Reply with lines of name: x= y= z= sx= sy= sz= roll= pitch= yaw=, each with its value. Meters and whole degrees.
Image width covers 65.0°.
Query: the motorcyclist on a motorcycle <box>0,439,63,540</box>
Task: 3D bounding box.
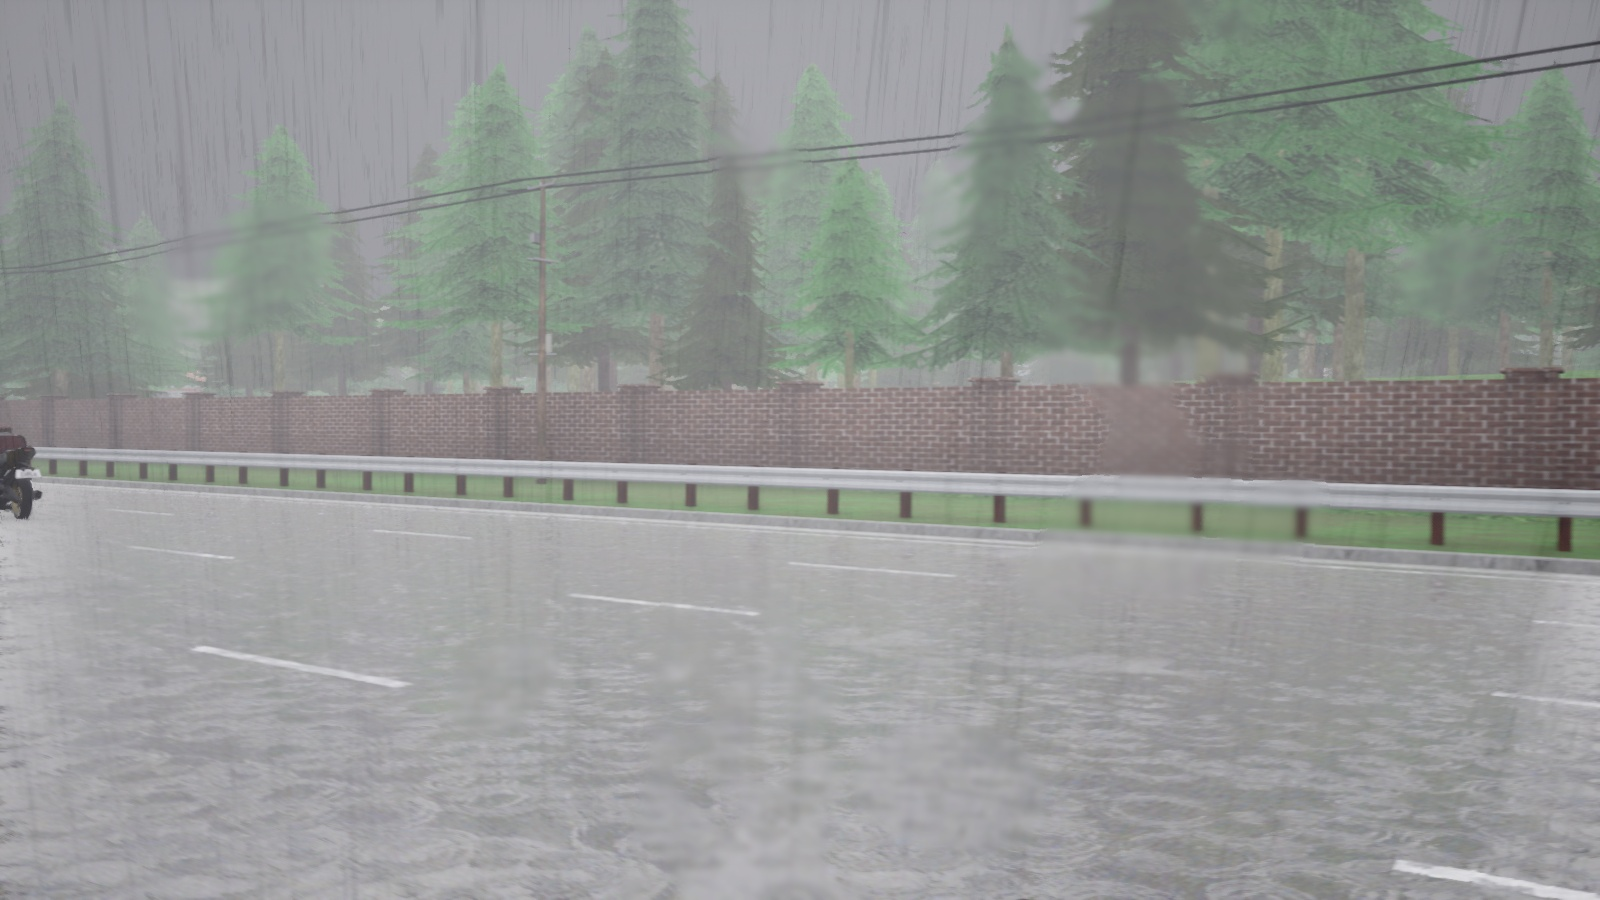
motorcyclist on a motorcycle: x=-12.788 y=0.605 z=20.289 sx=2.191 sy=1.530 sz=0.866 roll=0 pitch=2 yaw=42
